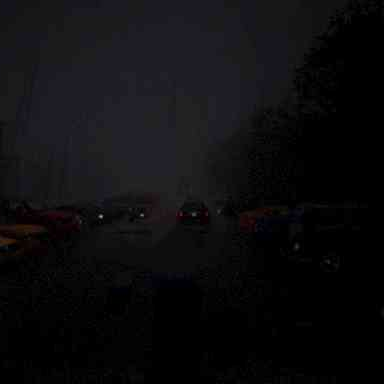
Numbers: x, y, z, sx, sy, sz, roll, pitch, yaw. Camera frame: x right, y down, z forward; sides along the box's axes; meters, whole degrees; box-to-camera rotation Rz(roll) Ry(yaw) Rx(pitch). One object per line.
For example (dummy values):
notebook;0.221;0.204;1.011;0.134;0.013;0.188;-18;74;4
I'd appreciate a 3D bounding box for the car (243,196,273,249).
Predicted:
car;5.027;1.283;12.710;5.566;2.045;2.435;0;0;0

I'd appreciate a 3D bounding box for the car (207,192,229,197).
car;5.072;1.196;49.079;4.792;1.488;2.163;0;2;0

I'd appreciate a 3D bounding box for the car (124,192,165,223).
car;-3.566;1.294;26.526;2.150;2.045;5.566;0;0;0

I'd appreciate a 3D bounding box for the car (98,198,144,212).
car;-7.964;1.460;37.760;4.792;1.488;2.163;0;1;0

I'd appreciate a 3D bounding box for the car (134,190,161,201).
car;-7.933;0.625;60.042;4.553;1.767;2.185;0;2;0

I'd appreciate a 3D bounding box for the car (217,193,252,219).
car;5.102;1.300;26.768;5.566;2.045;2.435;0;0;0

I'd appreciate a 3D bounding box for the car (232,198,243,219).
car;5.098;1.437;21.188;4.553;1.767;2.185;0;0;0

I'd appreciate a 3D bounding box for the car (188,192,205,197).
car;0.150;1.259;40.117;2.097;1.767;4.553;0;1;0

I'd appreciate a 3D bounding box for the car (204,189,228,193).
car;5.122;0.656;63.009;4.674;1.452;2.002;0;3;0

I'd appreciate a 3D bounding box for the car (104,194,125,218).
car;-7.968;1.382;32.191;4.553;1.767;2.185;0;1;0

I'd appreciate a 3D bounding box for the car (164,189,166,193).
car;-7.932;0.653;62.832;4.792;1.488;2.163;0;3;0

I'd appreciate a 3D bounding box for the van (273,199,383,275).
van;4.936;1.297;9.925;4.442;1.987;1.878;0;0;0

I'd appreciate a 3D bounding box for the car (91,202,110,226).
car;-8.043;1.592;21.039;4.792;1.488;2.163;0;0;0

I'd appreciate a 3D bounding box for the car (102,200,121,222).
car;-8.015;1.561;23.826;5.008;1.535;2.097;0;0;0

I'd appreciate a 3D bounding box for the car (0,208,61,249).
car;-8.030;1.533;12.687;5.008;1.535;2.097;0;0;0

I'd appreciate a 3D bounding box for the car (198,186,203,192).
car;4.865;-0.160;92.771;5.008;1.535;2.097;0;3;0

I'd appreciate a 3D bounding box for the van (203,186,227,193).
van;4.996;0.270;65.668;4.442;1.987;1.878;-1;2;0

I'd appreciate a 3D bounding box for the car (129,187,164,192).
car;-7.943;0.729;54.470;5.566;2.045;2.435;0;2;0

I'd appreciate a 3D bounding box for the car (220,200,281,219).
car;5.082;1.533;29.558;5.008;1.535;2.097;0;0;0

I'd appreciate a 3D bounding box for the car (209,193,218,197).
car;5.089;1.315;43.499;5.008;1.535;2.097;0;1;0

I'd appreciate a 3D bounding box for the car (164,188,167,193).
car;-7.987;0.526;65.613;4.792;1.488;2.163;0;3;0

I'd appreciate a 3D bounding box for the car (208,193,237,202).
car;5.141;0.898;57.317;4.792;1.488;2.163;0;2;0

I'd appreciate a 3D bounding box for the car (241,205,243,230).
car;5.245;1.542;15.494;5.366;1.575;1.946;0;0;0

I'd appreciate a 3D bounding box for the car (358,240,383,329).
car;5.048;1.540;4.354;4.674;1.452;2.002;0;0;0

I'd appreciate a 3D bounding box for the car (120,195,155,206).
car;-8.008;1.201;48.915;4.792;1.488;2.163;0;2;0

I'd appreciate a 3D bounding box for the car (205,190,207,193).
car;5.118;0.783;60.227;4.674;1.452;2.002;0;3;0

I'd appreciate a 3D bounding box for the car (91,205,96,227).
car;-8.020;1.596;18.253;4.674;1.452;2.002;0;0;0

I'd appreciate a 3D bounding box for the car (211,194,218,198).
car;5.085;1.379;40.582;4.892;1.521;2.231;0;1;0

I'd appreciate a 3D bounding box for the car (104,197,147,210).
car;-8.018;1.408;40.547;4.792;1.488;2.163;0;1;0

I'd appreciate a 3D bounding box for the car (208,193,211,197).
car;5.093;1.245;46.288;5.008;1.535;2.097;0;2;0

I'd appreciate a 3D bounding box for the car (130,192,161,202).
car;-7.973;0.870;57.271;5.008;1.535;2.097;0;2;0

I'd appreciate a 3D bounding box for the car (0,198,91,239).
car;-7.992;1.293;15.471;5.566;2.045;2.435;0;0;0

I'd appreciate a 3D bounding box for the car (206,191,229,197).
car;5.290;1.077;51.732;5.366;1.575;1.946;0;2;0

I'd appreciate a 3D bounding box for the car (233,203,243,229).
car;5.058;1.557;18.402;5.008;1.535;2.097;0;0;0

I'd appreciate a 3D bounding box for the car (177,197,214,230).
car;0.126;1.419;22.209;2.097;1.767;4.553;0;-1;0

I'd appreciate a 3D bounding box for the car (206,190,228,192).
car;5.294;0.976;54.526;5.366;1.575;1.946;0;2;0

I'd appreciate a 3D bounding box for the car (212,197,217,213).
car;4.895;1.504;32.348;5.366;1.575;1.946;0;1;0

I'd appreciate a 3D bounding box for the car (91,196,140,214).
car;-7.965;1.349;34.971;4.553;1.767;2.185;0;1;0

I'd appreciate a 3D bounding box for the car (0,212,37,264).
car;-7.842;1.519;9.904;5.366;1.575;1.946;0;0;0
